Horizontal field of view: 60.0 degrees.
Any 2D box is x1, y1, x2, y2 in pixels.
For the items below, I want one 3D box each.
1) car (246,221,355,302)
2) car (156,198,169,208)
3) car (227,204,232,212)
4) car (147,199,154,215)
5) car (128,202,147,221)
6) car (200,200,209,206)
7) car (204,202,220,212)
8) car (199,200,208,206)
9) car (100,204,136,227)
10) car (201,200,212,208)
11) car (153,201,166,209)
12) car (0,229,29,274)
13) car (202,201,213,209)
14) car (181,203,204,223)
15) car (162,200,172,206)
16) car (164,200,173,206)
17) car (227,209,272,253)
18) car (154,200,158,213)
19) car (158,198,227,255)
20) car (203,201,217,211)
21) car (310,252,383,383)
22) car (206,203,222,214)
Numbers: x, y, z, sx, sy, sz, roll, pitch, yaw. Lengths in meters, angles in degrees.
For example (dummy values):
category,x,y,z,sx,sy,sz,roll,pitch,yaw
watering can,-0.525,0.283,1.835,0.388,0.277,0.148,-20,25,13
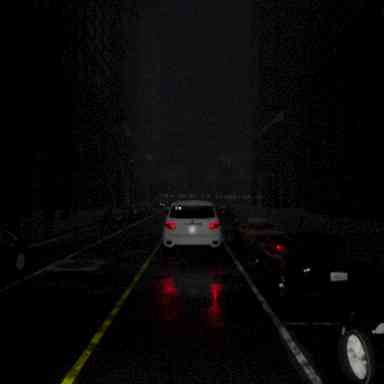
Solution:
category,x,y,z,sx,sy,sz,roll,pitch,yaw
car,2.763,1.648,8.309,1.947,1.339,4.313,0,-1,0
car,-5.735,2.131,65.031,2.192,1.841,5.009,0,-1,0
car,2.774,1.783,30.983,1.967,1.590,4.097,0,-1,0
car,-5.748,1.858,36.687,1.967,1.590,4.097,0,-1,0
car,-5.751,1.784,31.017,1.967,1.590,4.097,0,-1,0
car,2.797,2.542,76.331,1.887,1.381,4.507,-1,-1,0
car,2.783,2.122,47.989,2.008,1.369,4.403,0,-1,0
car,2.800,2.658,81.998,1.947,1.339,4.313,-1,-1,0
car,-5.753,1.854,25.348,1.802,1.307,4.206,0,-1,0
car,2.792,2.366,64.994,2.008,1.369,4.403,-1,-1,0
car,-5.735,2.313,59.359,1.802,1.307,4.206,0,-1,0
car,-5.761,1.633,8.343,2.008,1.369,4.403,0,-1,0
car,2.789,2.313,59.325,1.802,1.307,4.206,-1,-1,0
car,0.021,1.801,29.470,1.882,1.535,5.008,0,0,0
car,-5.727,2.563,76.365,1.947,1.339,4.313,-1,-1,0
car,-5.724,2.643,82.034,2.008,1.369,4.403,-1,-1,0
car,2.767,1.669,14.146,1.752,1.417,4.829,0,-1,0
car,-5.745,2.045,42.355,2.008,1.369,4.403,0,-1,0
car,0.009,1.359,14.015,2.150,2.045,5.566,0,0,0
car,2.787,2.201,53.657,2.008,1.369,4.403,0,-1,0
car,2.761,1.577,2.639,2.008,1.369,4.403,0,-1,0
car,2.781,2.076,42.319,1.802,1.307,4.206,0,-1,0
